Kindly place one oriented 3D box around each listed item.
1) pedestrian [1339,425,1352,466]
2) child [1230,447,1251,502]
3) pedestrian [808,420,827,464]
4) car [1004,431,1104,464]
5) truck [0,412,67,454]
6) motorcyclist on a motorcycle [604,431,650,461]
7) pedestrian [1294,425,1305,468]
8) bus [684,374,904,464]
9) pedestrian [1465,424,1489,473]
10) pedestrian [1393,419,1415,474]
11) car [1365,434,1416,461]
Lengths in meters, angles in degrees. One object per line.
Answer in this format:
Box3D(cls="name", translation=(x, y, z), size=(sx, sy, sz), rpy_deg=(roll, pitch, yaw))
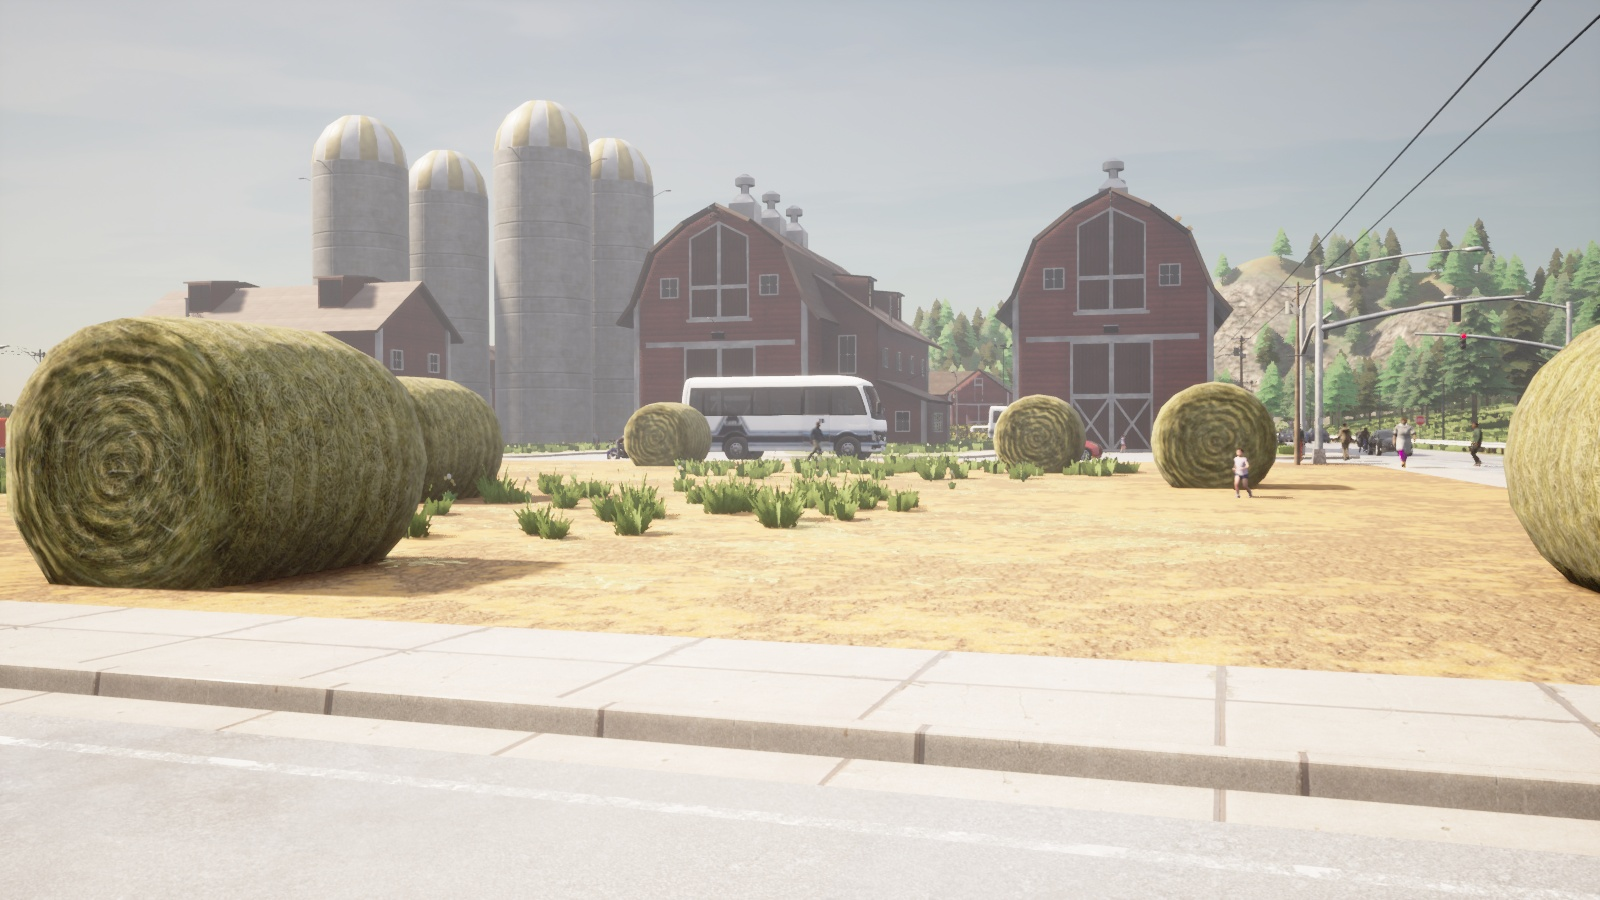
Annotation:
Box3D(cls="pedestrian", translation=(25.728, -0.215, 59.246), size=(0.396, 1.930, 0.692), rpy_deg=(0, 1, 13))
Box3D(cls="child", translation=(9.004, 0.490, 25.667), size=(0.255, 1.110, 0.394), rpy_deg=(1, 1, 41))
Box3D(cls="pedestrian", translation=(0.733, -0.353, 52.542), size=(0.726, 1.835, 0.370), rpy_deg=(1, 1, 34))
Box3D(cls="car", translation=(11.986, -0.126, 59.228), size=(4.514, 1.525, 2.007), rpy_deg=(0, 1, 15))
Box3D(cls="truck", translation=(-46.842, -1.024, 74.694), size=(5.204, 2.467, 2.627), rpy_deg=(0, 1, 13))
Box3D(cls="motorcyclist on a motorcycle", translation=(-8.915, -0.212, 64.734), size=(2.191, 1.530, 0.866), rpy_deg=(1, 1, 15))
Box3D(cls="pedestrian", translation=(21.760, -0.158, 54.709), size=(0.353, 1.847, 0.614), rpy_deg=(0, 1, 10))
Box3D(cls="bus", translation=(-0.240, -1.542, 62.431), size=(10.273, 4.253, 3.944), rpy_deg=(0, 1, 15))
Box3D(cls="pedestrian", translation=(27.108, -0.059, 50.286), size=(0.788, 1.949, 0.423), rpy_deg=(1, 1, 23))
Box3D(cls="pedestrian", translation=(21.564, -0.128, 44.865), size=(0.659, 1.952, 0.873), rpy_deg=(1, 1, 24))
Box3D(cls="car", translation=(33.967, -0.165, 72.361), size=(1.837, 1.490, 4.892), rpy_deg=(0, 1, 16))
